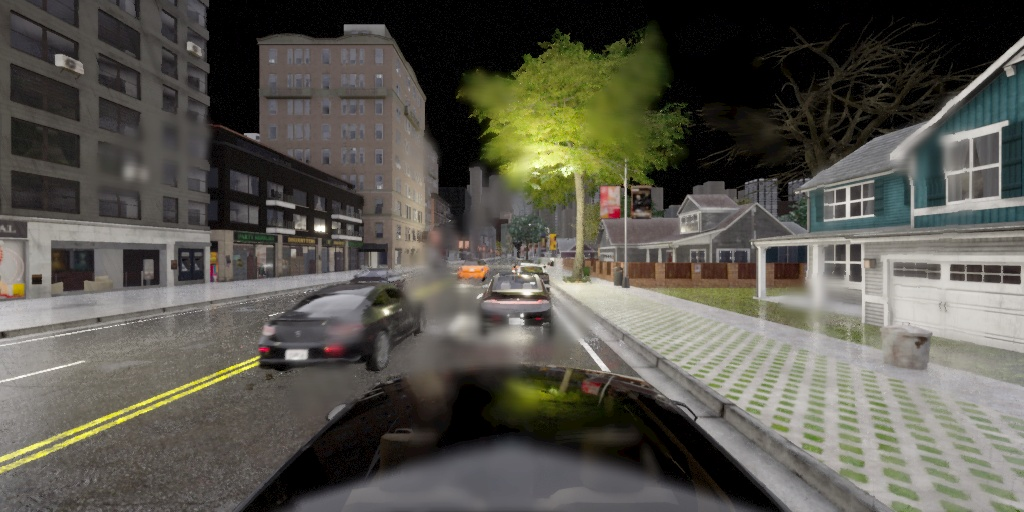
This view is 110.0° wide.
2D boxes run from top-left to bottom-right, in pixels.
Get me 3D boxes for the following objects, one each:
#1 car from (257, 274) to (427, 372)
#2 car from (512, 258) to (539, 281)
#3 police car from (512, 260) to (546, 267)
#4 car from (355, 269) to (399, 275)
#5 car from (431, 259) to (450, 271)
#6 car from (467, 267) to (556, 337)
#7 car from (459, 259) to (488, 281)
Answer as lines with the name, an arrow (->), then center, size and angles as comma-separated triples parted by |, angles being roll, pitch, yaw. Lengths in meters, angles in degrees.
car -> -3.131, 1.274, 7.528 | 1.812, 1.442, 4.674 | 0, 0, 0
car -> 1.074, 1.081, 30.406 | 2.097, 1.767, 4.553 | 0, 0, 0
police car -> 1.040, 1.165, 20.545 | 1.930, 1.638, 5.238 | 0, 0, 0
car -> -6.546, 1.306, 17.421 | 1.994, 1.385, 4.181 | 0, 0, 0
car -> -9.683, 1.219, 48.741 | 1.837, 1.490, 4.892 | 0, 0, 0
car -> 0.128, 1.239, 10.296 | 2.128, 1.511, 4.902 | 0, 0, 0
car -> -3.054, 1.083, 29.475 | 2.097, 1.767, 4.553 | 0, 0, 0
